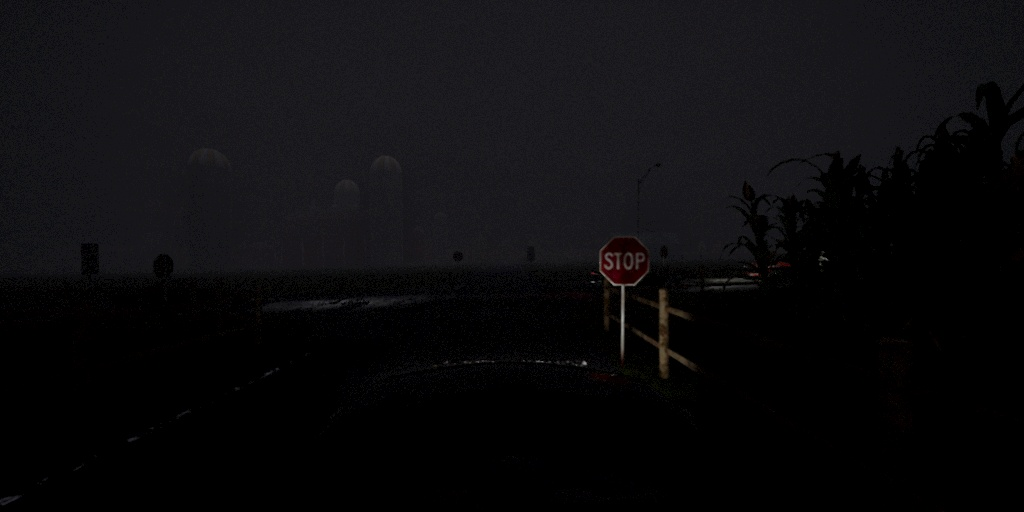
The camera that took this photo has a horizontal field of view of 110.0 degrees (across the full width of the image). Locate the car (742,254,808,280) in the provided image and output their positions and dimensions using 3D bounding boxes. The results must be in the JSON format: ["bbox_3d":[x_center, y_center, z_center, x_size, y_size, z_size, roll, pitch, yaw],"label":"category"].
[{"bbox_3d":[18.332,0.637,24.713,4.553,1.767,2.097,-1,1,-14],"label":"car"}]

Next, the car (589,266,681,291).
[{"bbox_3d":[6.554,1.086,19.106,4.902,1.511,2.128,-1,1,-12],"label":"car"}]

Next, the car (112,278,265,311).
[{"bbox_3d":[-13.426,1.614,15.237,4.718,1.301,1.895,-1,1,-10],"label":"car"}]
